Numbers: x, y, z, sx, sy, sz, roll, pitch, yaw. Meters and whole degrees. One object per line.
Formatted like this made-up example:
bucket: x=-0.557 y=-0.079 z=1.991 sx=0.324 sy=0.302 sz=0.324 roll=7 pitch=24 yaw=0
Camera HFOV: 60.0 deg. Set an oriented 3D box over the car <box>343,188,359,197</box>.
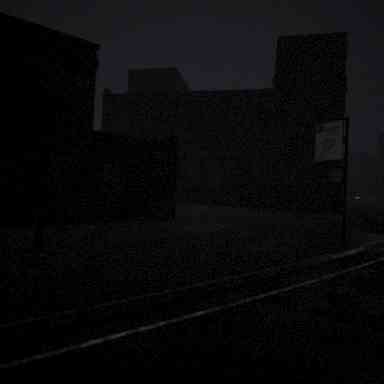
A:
car: x=24.919 y=0.014 z=53.627 sx=1.994 sy=1.385 sz=4.181 roll=3 pitch=3 yaw=-7
